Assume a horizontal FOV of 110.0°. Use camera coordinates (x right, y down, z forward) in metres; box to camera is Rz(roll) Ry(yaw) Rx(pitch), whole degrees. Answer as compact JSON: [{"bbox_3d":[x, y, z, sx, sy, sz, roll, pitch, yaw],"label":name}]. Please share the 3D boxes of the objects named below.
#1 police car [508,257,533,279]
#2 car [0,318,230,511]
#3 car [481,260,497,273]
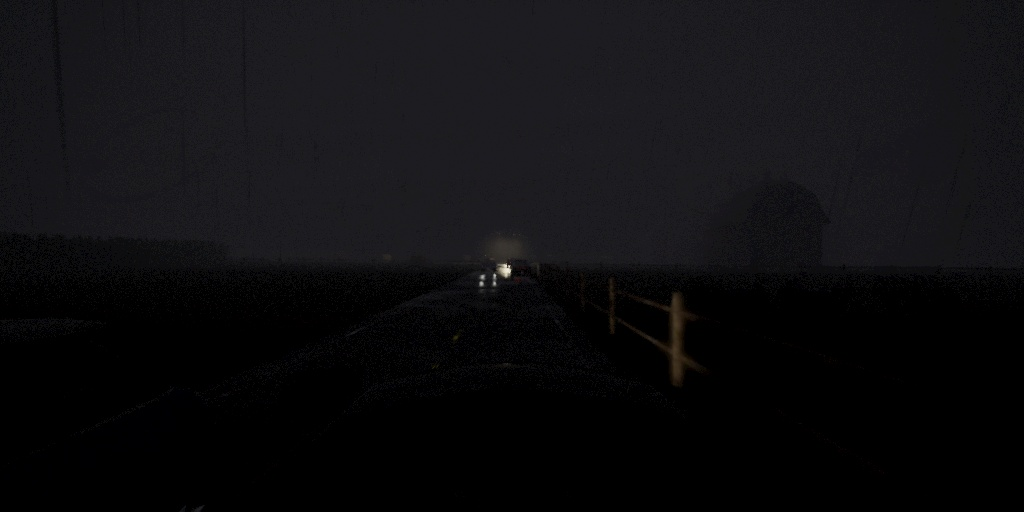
[{"bbox_3d":[0.836,1.165,32.092,1.930,1.638,5.238,0,0,0],"label":"police car"},{"bbox_3d":[-2.849,1.102,0.331,2.097,1.767,4.553,0,0,0],"label":"car"},{"bbox_3d":[-2.812,1.260,44.509,1.812,1.442,4.674,0,0,0],"label":"car"}]
